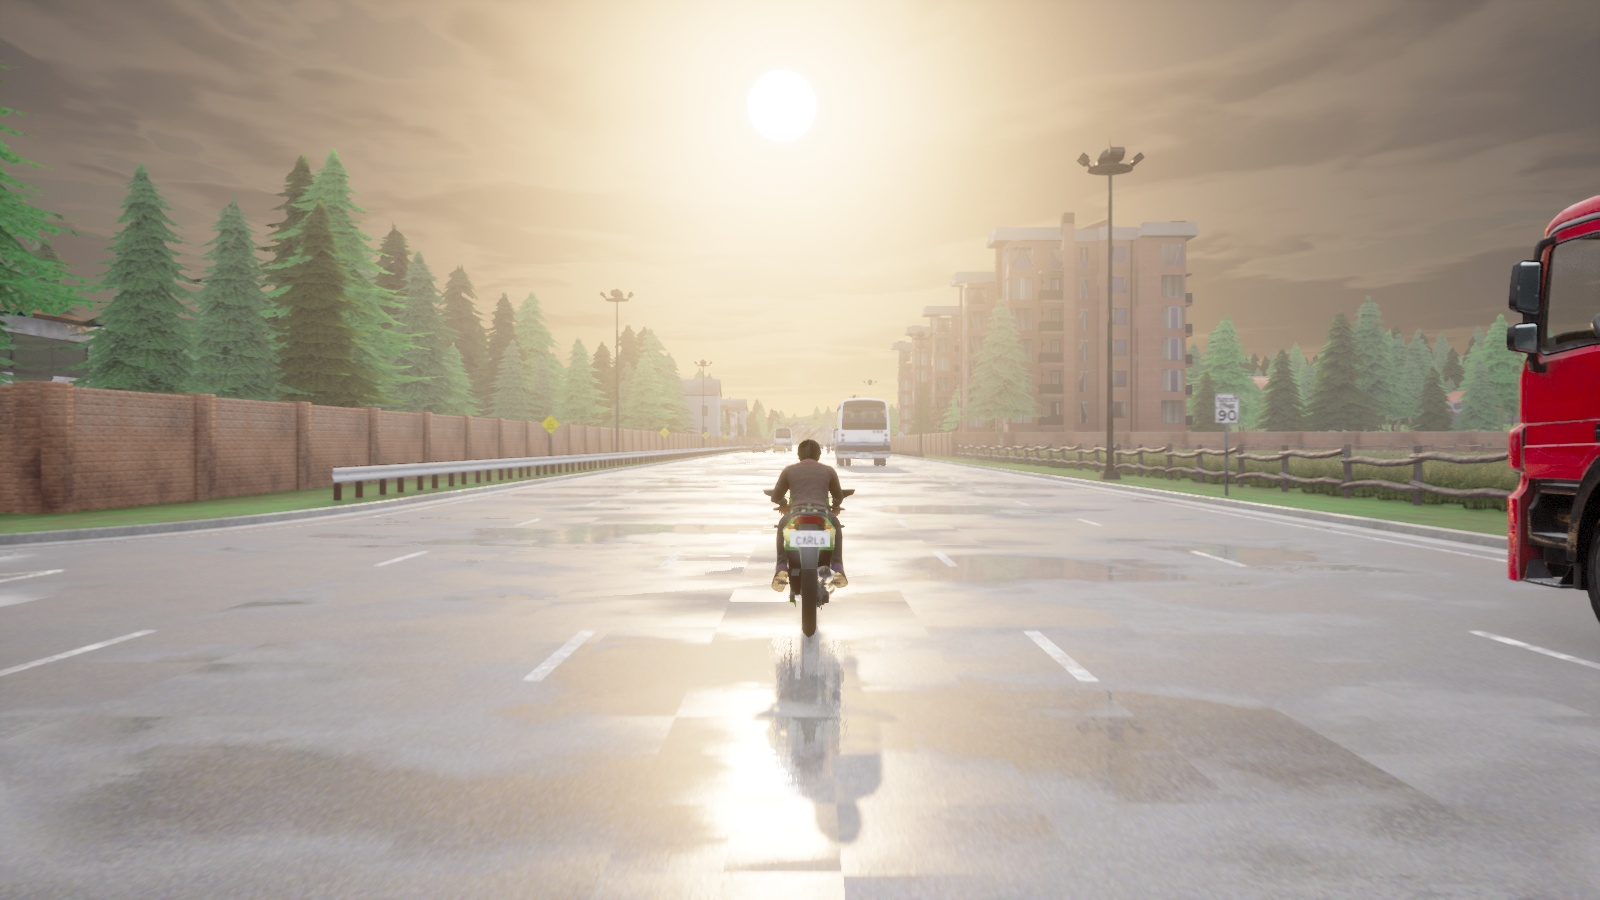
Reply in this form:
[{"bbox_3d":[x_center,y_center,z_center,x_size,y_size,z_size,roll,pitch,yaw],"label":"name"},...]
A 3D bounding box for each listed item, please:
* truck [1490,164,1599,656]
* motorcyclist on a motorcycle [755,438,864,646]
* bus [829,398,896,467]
[{"bbox_3d":[7.052,-0.265,6.253,2.891,3.462,7.936,0,0,0],"label":"truck"},{"bbox_3d":[0.073,0.670,10.219,0.797,1.523,2.044,0,0,0],"label":"motorcyclist on a motorcycle"},{"bbox_3d":[3.980,-1.099,82.841,3.944,4.253,10.273,0,0,0],"label":"bus"}]
